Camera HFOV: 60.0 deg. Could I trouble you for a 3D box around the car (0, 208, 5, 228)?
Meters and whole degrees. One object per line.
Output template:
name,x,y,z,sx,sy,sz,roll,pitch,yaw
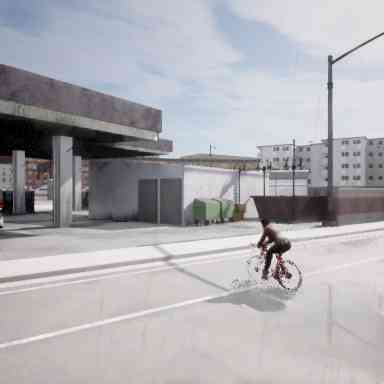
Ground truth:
car,-12.772,1.456,20.495,1.970,1.475,3.806,0,0,-34

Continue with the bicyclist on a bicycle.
bicyclist on a bicycle,1.889,1.455,7.886,0.582,1.620,1.656,0,-2,-35
